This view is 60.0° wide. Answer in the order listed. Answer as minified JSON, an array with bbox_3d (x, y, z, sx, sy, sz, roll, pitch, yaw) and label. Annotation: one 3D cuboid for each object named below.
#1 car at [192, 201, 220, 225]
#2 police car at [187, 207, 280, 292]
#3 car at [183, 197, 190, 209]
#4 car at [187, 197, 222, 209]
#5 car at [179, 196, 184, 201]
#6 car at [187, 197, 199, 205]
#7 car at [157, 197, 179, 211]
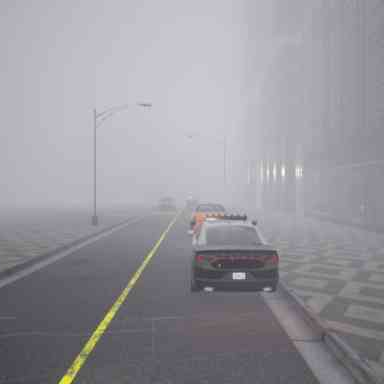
[{"bbox_3d":[0.953,1.496,24.936,1.882,1.535,5.008,0,0,0],"label":"car"},{"bbox_3d":[0.917,1.427,9.045,1.930,1.638,5.238,0,0,0],"label":"police car"},{"bbox_3d":[0.113,1.667,46.539,1.895,1.301,4.718,0,0,1],"label":"car"},{"bbox_3d":[0.938,1.361,18.906,2.097,1.767,4.553,0,0,0],"label":"car"},{"bbox_3d":[-2.800,1.708,90.670,2.128,1.511,4.902,0,0,0],"label":"car"},{"bbox_3d":[0.131,1.601,60.397,2.128,1.511,4.902,0,0,0],"label":"car"},{"bbox_3d":[-3.012,1.401,40.534,2.097,1.767,4.553,0,0,0],"label":"car"}]
